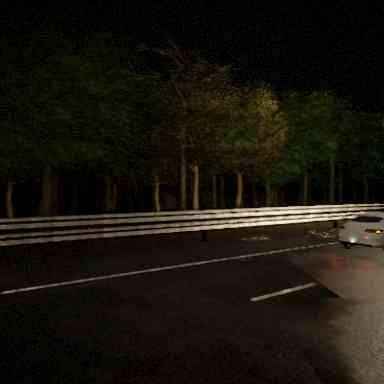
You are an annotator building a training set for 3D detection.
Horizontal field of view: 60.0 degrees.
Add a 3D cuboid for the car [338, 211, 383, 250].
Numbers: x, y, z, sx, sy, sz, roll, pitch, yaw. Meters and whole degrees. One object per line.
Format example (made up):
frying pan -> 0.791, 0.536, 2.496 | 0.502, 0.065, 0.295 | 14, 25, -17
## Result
car -> 7.776, 1.511, 13.354 | 4.674, 1.442, 1.812 | 0, 0, -33
